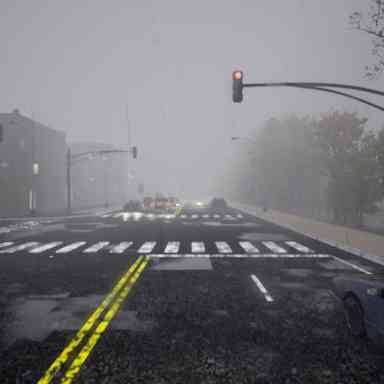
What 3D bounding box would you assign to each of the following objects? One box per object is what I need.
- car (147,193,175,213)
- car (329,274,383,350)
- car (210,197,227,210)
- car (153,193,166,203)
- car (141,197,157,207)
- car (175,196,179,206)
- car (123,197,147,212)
[{"bbox_3d":[-3.350,1.334,36.509,2.097,1.767,4.553,0,0,0],"label":"car"},{"bbox_3d":[3.352,1.545,3.446,2.033,1.411,5.357,0,0,0],"label":"car"},{"bbox_3d":[3.335,1.456,42.691,1.882,1.535,5.008,0,0,0],"label":"car"},{"bbox_3d":[-6.586,1.191,67.623,2.150,2.045,5.566,0,0,0],"label":"car"},{"bbox_3d":[-6.627,1.481,51.465,1.837,1.490,4.892,0,0,0],"label":"car"},{"bbox_3d":[-3.378,1.481,50.732,1.837,1.490,4.892,0,0,0],"label":"car"},{"bbox_3d":[-6.603,1.545,38.027,1.994,1.385,4.181,0,0,0],"label":"car"}]
